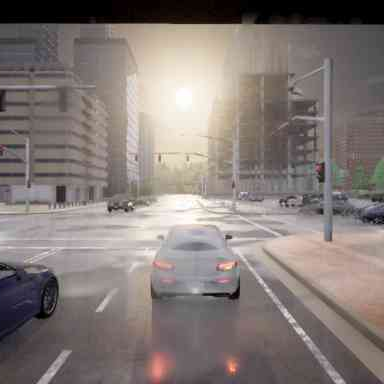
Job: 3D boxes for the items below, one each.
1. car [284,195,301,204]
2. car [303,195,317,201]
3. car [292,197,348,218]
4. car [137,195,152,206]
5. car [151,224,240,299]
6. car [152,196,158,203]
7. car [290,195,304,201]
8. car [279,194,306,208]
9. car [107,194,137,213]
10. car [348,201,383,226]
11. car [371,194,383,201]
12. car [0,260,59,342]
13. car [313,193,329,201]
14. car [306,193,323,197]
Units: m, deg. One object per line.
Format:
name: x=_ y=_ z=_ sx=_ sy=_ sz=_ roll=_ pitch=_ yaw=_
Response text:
car: x=18.591 y=1.395 z=61.785 sx=1.970 sy=1.475 sz=3.806 roll=0 pitch=0 yaw=0
car: x=27.184 y=1.364 z=76.926 sx=1.784 sy=1.438 sz=3.905 roll=0 pitch=0 yaw=0
car: x=12.102 y=1.491 z=30.112 sx=4.902 sy=1.511 sz=2.128 roll=0 pitch=0 yaw=0
car: x=-8.144 y=1.352 z=53.661 sx=2.097 sy=1.767 sz=4.553 roll=0 pitch=0 yaw=0
car: x=0.072 y=1.526 z=8.303 sx=1.812 sy=1.442 sz=4.674 roll=0 pitch=0 yaw=0
car: x=-8.177 y=1.478 z=68.654 sx=1.882 sy=1.535 sz=5.008 roll=0 pitch=0 yaw=0
car: x=24.289 y=1.395 z=76.914 sx=1.970 sy=1.475 sz=3.806 roll=0 pitch=0 yaw=0
car: x=13.071 y=1.153 z=44.347 sx=1.932 sy=1.855 sz=4.605 roll=0 pitch=0 yaw=0
car: x=-8.017 y=1.221 z=37.750 sx=2.150 sy=2.045 sz=5.566 roll=0 pitch=0 yaw=-1
car: x=13.698 y=1.525 z=22.910 sx=4.674 sy=1.442 sz=1.812 roll=0 pitch=0 yaw=1
car: x=35.487 y=1.153 z=61.954 sx=1.932 sy=1.855 sz=4.605 roll=0 pitch=0 yaw=0
car: x=-3.441 y=1.526 z=4.429 sx=1.812 sy=1.442 sz=4.674 roll=0 pitch=0 yaw=0
car: x=29.867 y=1.153 z=76.989 sx=1.932 sy=1.855 sz=4.605 roll=0 pitch=0 yaw=0
car: x=15.966 y=1.156 z=44.306 sx=1.905 sy=1.878 sz=3.866 roll=0 pitch=0 yaw=0
